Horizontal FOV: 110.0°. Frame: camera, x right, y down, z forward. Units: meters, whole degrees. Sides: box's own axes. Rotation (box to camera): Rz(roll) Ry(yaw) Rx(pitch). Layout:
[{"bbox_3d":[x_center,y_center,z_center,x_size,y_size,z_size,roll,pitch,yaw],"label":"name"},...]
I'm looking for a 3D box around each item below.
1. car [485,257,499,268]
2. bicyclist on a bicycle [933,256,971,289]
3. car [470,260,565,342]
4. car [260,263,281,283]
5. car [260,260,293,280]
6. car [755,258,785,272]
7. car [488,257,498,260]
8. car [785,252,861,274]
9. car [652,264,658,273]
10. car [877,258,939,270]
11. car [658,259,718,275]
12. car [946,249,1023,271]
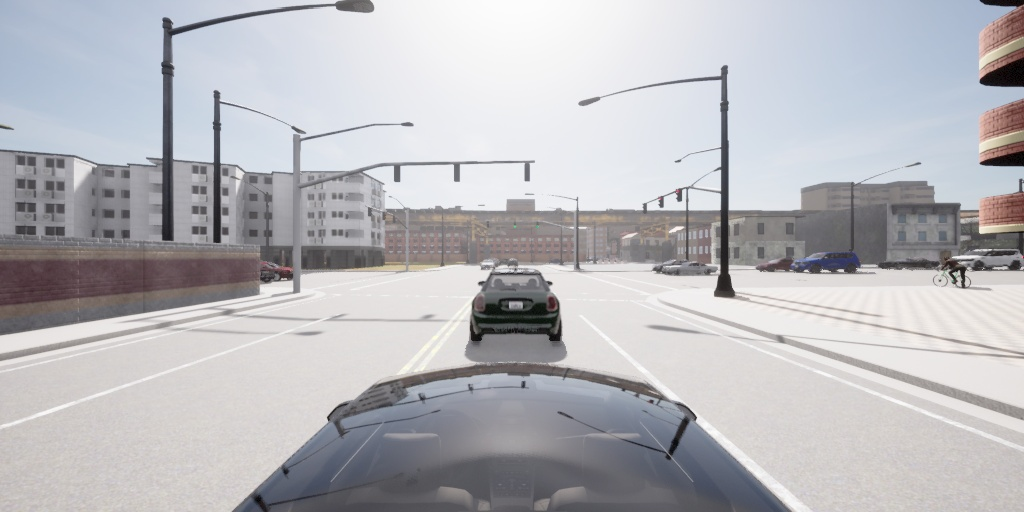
[{"bbox_3d":[-3.489,1.102,62.580,2.097,1.767,4.553,0,0,0],"label":"car"},{"bbox_3d":[22.671,0.844,18.515,0.582,1.620,1.656,-1,0,1],"label":"bicyclist on a bicycle"},{"bbox_3d":[0.094,1.101,9.971,2.097,1.767,4.553,0,0,0],"label":"car"},{"bbox_3d":[-19.819,1.351,25.851,4.718,1.301,1.895,0,0,1],"label":"car"},{"bbox_3d":[-20.270,1.228,29.320,5.008,1.535,1.882,0,0,1],"label":"car"},{"bbox_3d":[28.687,0.978,38.374,4.674,1.442,1.812,-1,0,1],"label":"car"},{"bbox_3d":[-3.525,1.276,52.862,1.812,1.442,4.674,0,0,0],"label":"car"},{"bbox_3d":[30.456,0.642,34.844,5.566,2.045,2.150,-1,0,1],"label":"car"},{"bbox_3d":[17.619,1.109,38.617,4.902,1.511,2.128,-1,0,1],"label":"car"},{"bbox_3d":[41.911,0.819,38.081,4.718,1.301,1.895,-1,0,1],"label":"car"},{"bbox_3d":[17.338,1.218,35.125,4.718,1.301,1.895,-1,0,1],"label":"car"},{"bbox_3d":[45.426,0.378,34.487,5.566,2.045,2.150,-1,0,2],"label":"car"}]
